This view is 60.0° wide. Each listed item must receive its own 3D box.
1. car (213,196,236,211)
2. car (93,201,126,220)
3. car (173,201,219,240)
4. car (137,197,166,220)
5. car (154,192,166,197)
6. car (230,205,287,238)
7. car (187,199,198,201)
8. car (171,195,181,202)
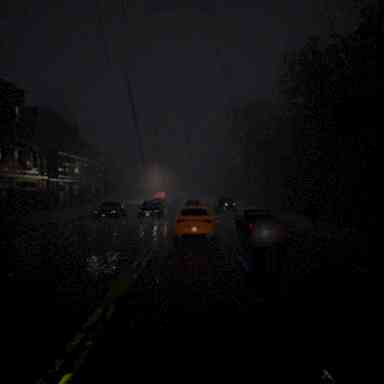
[{"bbox_3d":[3.348,1.269,34.608,2.097,1.767,4.553,0,0,0],"label":"car"},{"bbox_3d":[-6.600,1.461,27.096,1.812,1.442,4.674,0,0,0],"label":"car"},{"bbox_3d":[0.099,1.437,16.691,1.882,1.535,5.008,0,0,0],"label":"car"},{"bbox_3d":[-3.350,1.426,27.510,2.128,1.511,4.902,0,0,0],"label":"car"},{"bbox_3d":[-6.506,1.060,67.623,2.150,2.045,5.566,0,0,0],"label":"car"},{"bbox_3d":[3.349,1.559,17.278,1.895,1.301,4.718,0,0,0],"label":"car"},{"bbox_3d":[0.099,1.479,35.514,1.994,1.385,4.181,0,0,0],"label":"car"},{"bbox_3d":[-3.257,1.387,68.078,1.812,1.442,4.674,0,0,0],"label":"car"}]
